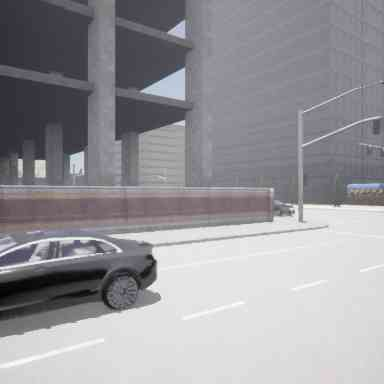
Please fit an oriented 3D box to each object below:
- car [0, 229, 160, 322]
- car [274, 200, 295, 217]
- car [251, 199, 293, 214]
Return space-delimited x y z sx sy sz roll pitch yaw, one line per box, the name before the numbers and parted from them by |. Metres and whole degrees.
car | -2.965 1.491 6.186 4.902 1.511 2.128 0 0 -36
car | 7.617 1.491 32.029 2.128 1.511 4.902 0 0 -36
car | 8.693 1.564 36.500 1.994 1.385 4.181 0 0 -36
